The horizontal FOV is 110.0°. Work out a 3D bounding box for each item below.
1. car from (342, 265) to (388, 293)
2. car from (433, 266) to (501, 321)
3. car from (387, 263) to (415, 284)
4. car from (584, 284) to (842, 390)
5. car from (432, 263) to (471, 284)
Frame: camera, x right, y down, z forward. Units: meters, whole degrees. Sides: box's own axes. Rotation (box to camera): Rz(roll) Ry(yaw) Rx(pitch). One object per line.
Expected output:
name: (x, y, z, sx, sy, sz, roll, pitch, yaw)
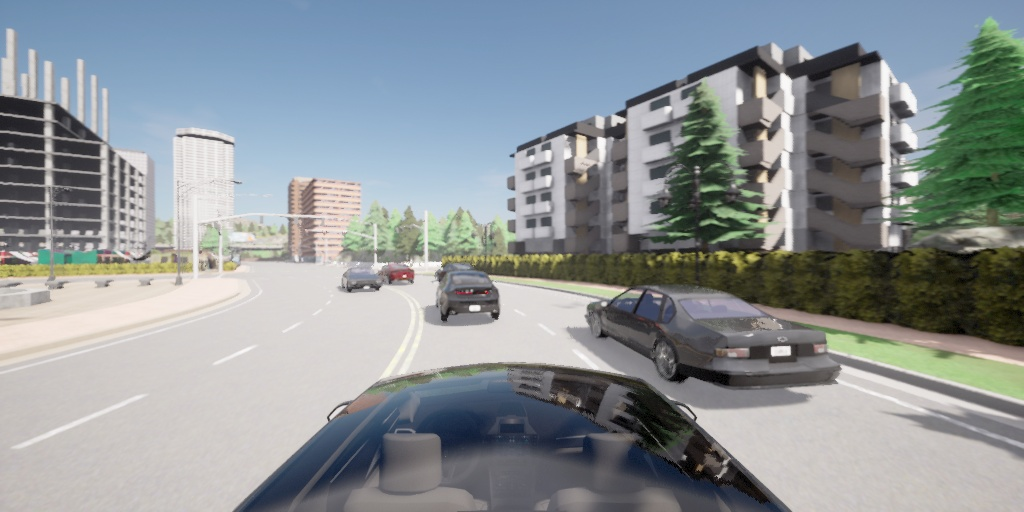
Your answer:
car: (-9.498, 1.405, 22.458, 2.033, 1.411, 5.357, -1, 0, -30)
car: (-1.664, 1.277, 12.665, 1.837, 1.490, 4.892, 0, 0, -14)
car: (-9.245, 1.336, 28.198, 1.882, 1.535, 5.008, 0, 0, -34)
car: (3.111, 1.271, 7.088, 2.033, 1.411, 5.357, -1, 0, -8)
car: (-4.115, 1.285, 26.722, 1.882, 1.535, 5.008, 0, 0, -32)
